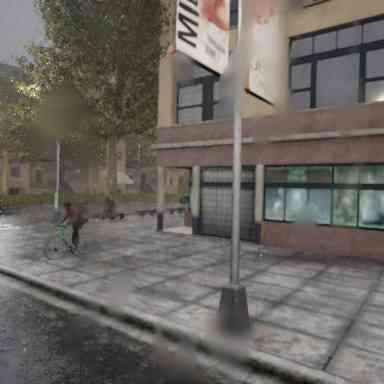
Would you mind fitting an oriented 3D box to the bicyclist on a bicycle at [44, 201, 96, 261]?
[{"bbox_3d":[-3.384,1.075,9.383,0.582,1.620,1.656,2,1,36],"label":"bicyclist on a bicycle"}]

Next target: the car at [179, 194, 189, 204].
[{"bbox_3d":[0.119,0.888,42.982,1.994,1.385,4.181,2,1,36],"label":"car"}]

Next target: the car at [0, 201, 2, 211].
[{"bbox_3d":[-15.382,0.641,22.200,2.097,1.767,4.553,2,1,42],"label":"car"}]
